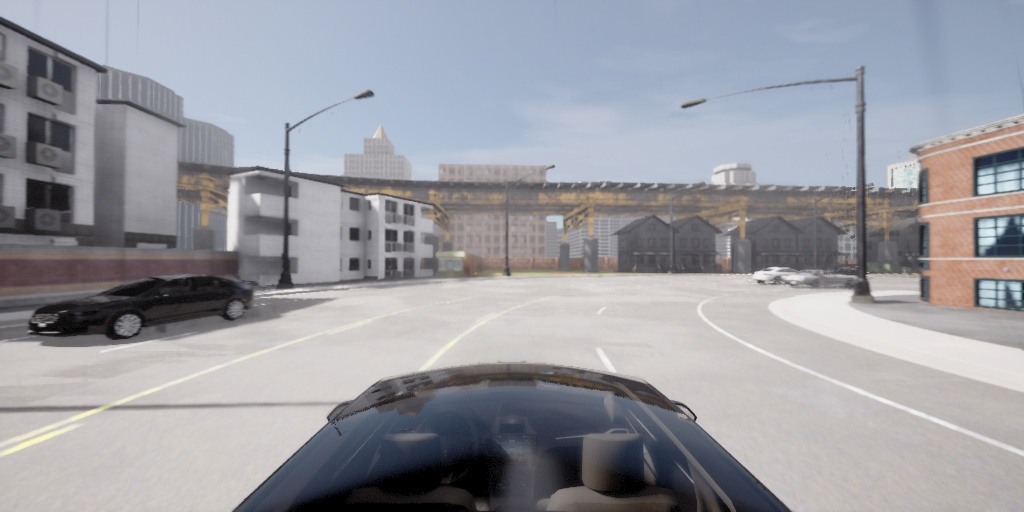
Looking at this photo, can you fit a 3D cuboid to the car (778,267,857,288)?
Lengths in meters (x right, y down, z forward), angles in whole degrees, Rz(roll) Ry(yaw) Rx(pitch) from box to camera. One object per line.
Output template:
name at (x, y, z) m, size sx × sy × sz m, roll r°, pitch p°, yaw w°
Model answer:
car at (23.015, 1.707, 26.799) m, size 4.718 × 1.301 × 1.895 m, roll 0°, pitch -1°, yaw -8°

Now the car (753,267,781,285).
car at (22.906, 1.670, 30.344) m, size 4.674 × 1.442 × 1.812 m, roll 0°, pitch -1°, yaw -7°

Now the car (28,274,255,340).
car at (-10.030, 1.315, 10.352) m, size 1.837 × 1.490 × 4.892 m, roll -1°, pitch -1°, yaw 9°
